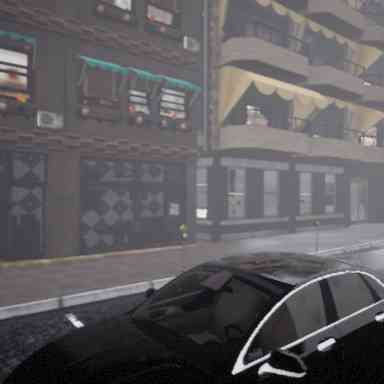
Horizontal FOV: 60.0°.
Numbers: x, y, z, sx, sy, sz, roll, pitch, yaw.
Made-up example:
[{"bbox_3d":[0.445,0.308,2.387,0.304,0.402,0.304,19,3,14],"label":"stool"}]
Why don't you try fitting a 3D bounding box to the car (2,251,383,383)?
[{"bbox_3d":[0.675,1.501,3.554,4.892,1.490,1.837,0,0,-36],"label":"car"}]
